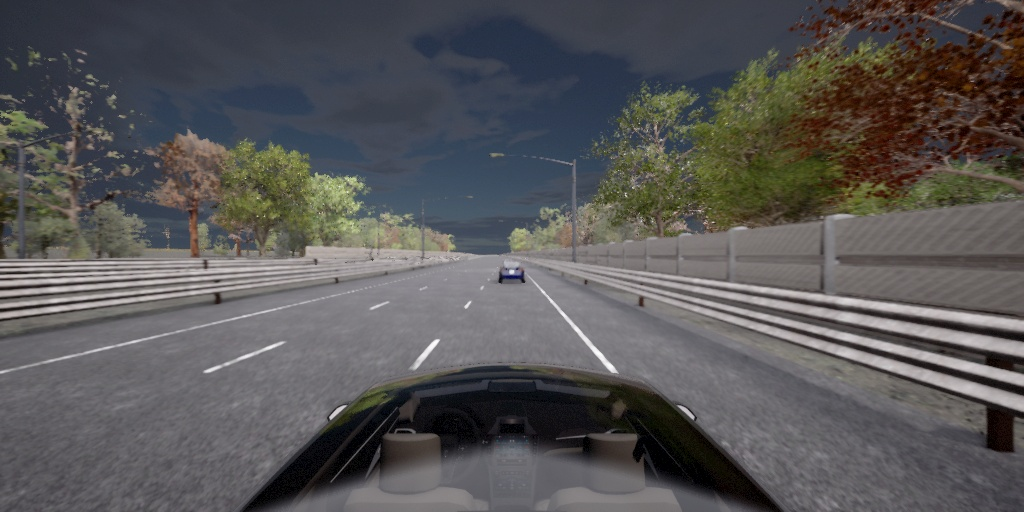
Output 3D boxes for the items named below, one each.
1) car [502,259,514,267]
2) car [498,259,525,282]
[{"bbox_3d":[-0.694,1.124,61.021,1.895,1.301,4.718,0,0,-1],"label":"car"},{"bbox_3d":[-0.036,1.177,27.595,2.163,1.488,4.792,0,0,-1],"label":"car"}]
